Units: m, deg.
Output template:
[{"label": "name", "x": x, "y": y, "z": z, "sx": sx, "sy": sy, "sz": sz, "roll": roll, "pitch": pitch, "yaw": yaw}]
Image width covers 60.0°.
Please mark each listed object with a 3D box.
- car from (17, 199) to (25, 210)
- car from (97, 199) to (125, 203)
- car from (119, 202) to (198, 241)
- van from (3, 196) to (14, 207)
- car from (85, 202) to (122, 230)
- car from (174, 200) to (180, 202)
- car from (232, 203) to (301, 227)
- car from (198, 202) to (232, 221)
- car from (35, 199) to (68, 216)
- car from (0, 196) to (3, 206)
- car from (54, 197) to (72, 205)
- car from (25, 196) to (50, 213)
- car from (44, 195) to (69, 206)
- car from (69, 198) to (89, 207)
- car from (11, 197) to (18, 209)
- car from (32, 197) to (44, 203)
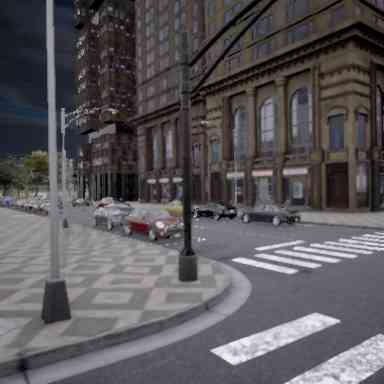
[{"label": "car", "x": -21.690, "y": 1.689, "z": 44.715, "sx": 1.967, "sy": 1.590, "sz": 4.097, "roll": -2, "pitch": 1, "yaw": -36}, {"label": "car", "x": -5.831, "y": 1.580, "z": 27.216, "sx": 1.812, "sy": 1.442, "sz": 4.674, "roll": -1, "pitch": 1, "yaw": -36}, {"label": "car", "x": -1.841, "y": 1.508, "z": 17.092, "sx": 1.967, "sy": 1.590, "sz": 4.097, "roll": -2, "pitch": 1, "yaw": -36}, {"label": "van", "x": -31.615, "y": 1.718, "z": 58.527, "sx": 1.690, "sy": 1.788, "sz": 3.998, "roll": -2, "pitch": 1, "yaw": -36}, {"label": "car", "x": -5.148, "y": 1.639, "z": 21.698, "sx": 2.008, "sy": 1.369, "sz": 4.403, "roll": -2, "pitch": 1, "yaw": -36}, {"label": "car", "x": -1.616, "y": 1.464, "z": 31.387, "sx": 1.752, "sy": 1.417, "sz": 4.829, "roll": -2, "pitch": 1, "yaw": -36}, {"label": "car", "x": 5.100, "y": 1.443, "z": 22.042, "sx": 2.008, "sy": 1.369, "sz": 4.403, "roll": -2, "pitch": 1, "yaw": -36}, {"label": "car", "x": 1.791, "y": 1.479, "z": 26.647, "sx": 1.947, "sy": 1.339, "sz": 4.313, "roll": -2, "pitch": 1, "yaw": -36}, {"label": "car", "x": -15.071, "y": 1.756, "z": 35.509, "sx": 1.802, "sy": 1.307, "sz": 4.206, "roll": -2, "pitch": 1, "yaw": -36}, {"label": "car", "x": -34.916, "y": 2.005, "z": 63.133, "sx": 1.802, "sy": 1.307, "sz": 4.206, "roll": -2, "pitch": 1, "yaw": -36}, {"label": "car", "x": -24.671, "y": 1.752, "z": 63.478, "sx": 2.008, "sy": 1.369, "sz": 4.403, "roll": -2, "pitch": 1, "yaw": -36}, {"label": "car", "x": -18.381, "y": 1.650, "z": 40.110, "sx": 1.967, "sy": 1.590, "sz": 4.097, "roll": -2, "pitch": 1, "yaw": -36}, {"label": "car", "x": -19.401, "y": 1.410, "z": 46.260, "sx": 2.150, "sy": 2.045, "sz": 5.566, "roll": -1, "pitch": 0, "yaw": -36}, {"label": "car", "x": -18.054, "y": 1.698, "z": 54.270, "sx": 1.802, "sy": 1.307, "sz": 4.206, "roll": -2, "pitch": 1, "yaw": -36}, {"label": "car", "x": -24.995, "y": 1.842, "z": 49.320, "sx": 2.008, "sy": 1.369, "sz": 4.403, "roll": -2, "pitch": 1, "yaw": -36}, {"label": "car", "x": -37.901, "y": 1.954, "z": 81.893, "sx": 1.887, "sy": 1.381, "sz": 4.507, "roll": -2, "pitch": 1, "yaw": -36}]
